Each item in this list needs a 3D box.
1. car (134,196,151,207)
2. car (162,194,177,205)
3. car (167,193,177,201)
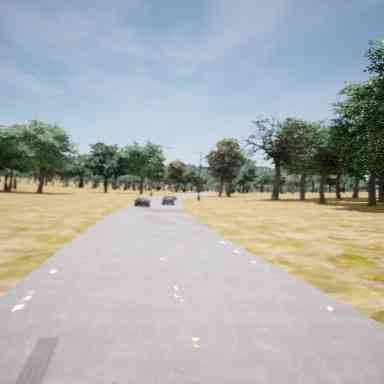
[{"bbox_3d":[-6.234,1.189,41.937,1.895,1.301,4.718,3,0,-4],"label":"car"},{"bbox_3d":[-3.623,1.128,51.478,2.128,1.511,4.902,3,1,-3],"label":"car"},{"bbox_3d":[-4.172,1.034,69.932,1.895,1.301,4.718,3,1,0],"label":"car"}]
